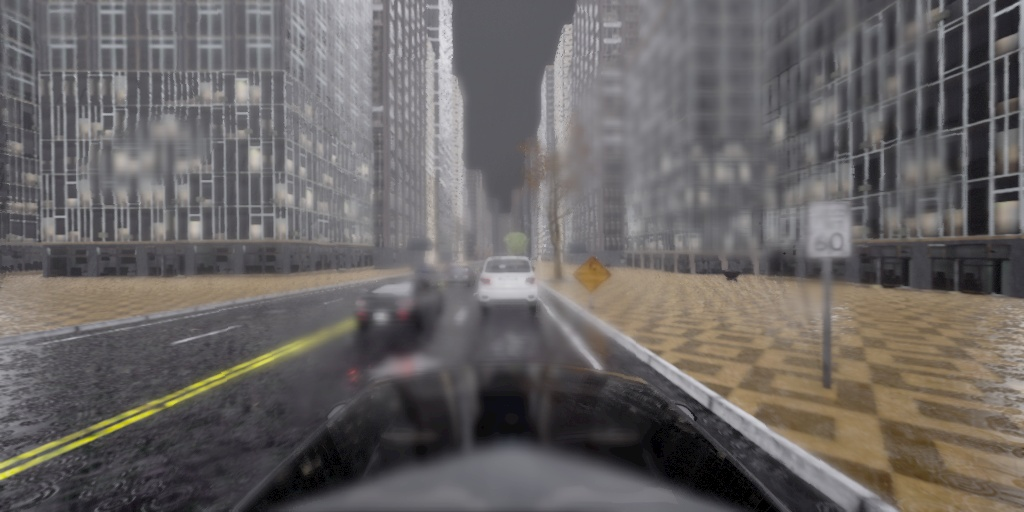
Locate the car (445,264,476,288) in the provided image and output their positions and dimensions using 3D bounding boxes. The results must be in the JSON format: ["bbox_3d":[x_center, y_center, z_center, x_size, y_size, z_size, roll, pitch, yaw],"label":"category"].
[{"bbox_3d":[-3.557,1.529,26.355,2.033,1.411,5.357,0,0,-1],"label":"car"}]

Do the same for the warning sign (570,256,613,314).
[{"bbox_3d":[2.720,0.931,12.066,1.300,1.860,1.060,0,0,-1],"label":"warning sign"}]

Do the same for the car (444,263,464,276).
[{"bbox_3d":[-7.281,1.694,45.472,1.812,1.442,4.674,0,-1,-1],"label":"car"}]

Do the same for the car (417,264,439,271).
[{"bbox_3d":[-10.530,1.739,45.149,2.033,1.411,5.357,0,0,-1],"label":"car"}]

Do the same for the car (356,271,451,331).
[{"bbox_3d":[-3.309,1.380,11.326,1.812,1.442,4.674,0,0,-1],"label":"car"}]

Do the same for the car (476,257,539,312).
[{"bbox_3d":[-0.101,1.082,15.030,2.150,2.045,5.566,0,-1,-1],"label":"car"}]
